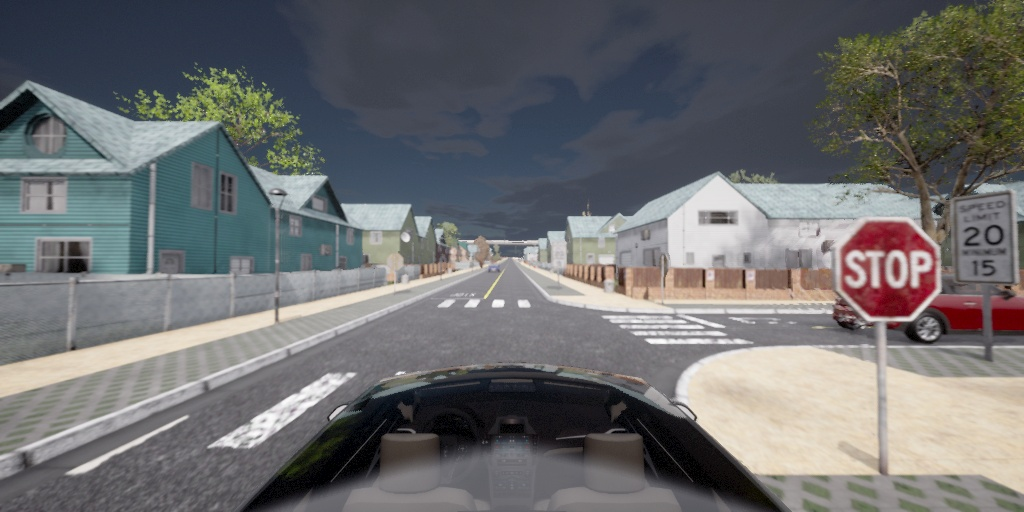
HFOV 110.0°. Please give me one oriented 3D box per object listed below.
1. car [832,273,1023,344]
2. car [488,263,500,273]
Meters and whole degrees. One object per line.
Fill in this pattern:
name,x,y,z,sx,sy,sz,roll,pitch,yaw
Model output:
car,11.462,1.240,9.562,4.553,1.767,2.097,0,-2,-1
car,-2.906,1.953,58.764,1.812,1.442,4.674,0,-1,0
